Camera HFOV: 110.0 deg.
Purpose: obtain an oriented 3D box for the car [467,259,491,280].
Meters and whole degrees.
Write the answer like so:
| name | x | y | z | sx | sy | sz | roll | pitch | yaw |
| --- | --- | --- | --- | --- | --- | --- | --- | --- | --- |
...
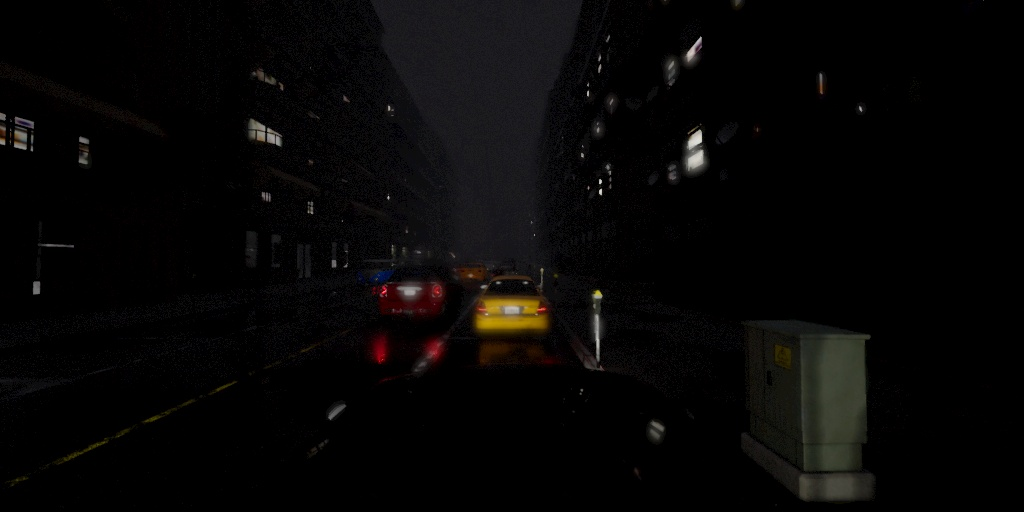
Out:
| name | x | y | z | sx | sy | sz | roll | pitch | yaw |
| --- | --- | --- | --- | --- | --- | --- | --- | --- | --- |
| car | -2.937 | 1.254 | 28.240 | 1.882 | 1.535 | 5.008 | 0 | 0 | 0 |

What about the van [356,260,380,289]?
| name | x | y | z | sx | sy | sz | roll | pitch | yaw |
| --- | --- | --- | --- | --- | --- | --- | --- | --- | --- |
| van | -8.335 | 1.108 | 22.603 | 1.690 | 1.789 | 3.998 | 0 | 0 | 0 |

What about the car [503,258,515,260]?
| name | x | y | z | sx | sy | sz | roll | pitch | yaw |
| --- | --- | --- | --- | --- | --- | --- | --- | --- | --- |
| car | -0.445 | 1.240 | 39.134 | 1.967 | 1.591 | 4.097 | 0 | 0 | 0 |

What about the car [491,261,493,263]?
| name | x | y | z | sx | sy | sz | roll | pitch | yaw |
| --- | --- | --- | --- | --- | --- | --- | --- | --- | --- |
| car | -2.932 | 1.339 | 44.762 | 1.812 | 1.442 | 4.674 | 0 | 0 | 0 |

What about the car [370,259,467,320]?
| name | x | y | z | sx | sy | sz | roll | pitch | yaw |
| --- | --- | --- | --- | --- | --- | --- | --- | --- | --- |
| car | -3.021 | 1.109 | 12.721 | 2.097 | 1.767 | 4.553 | 0 | 0 | 0 |

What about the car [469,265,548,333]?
| name | x | y | z | sx | sy | sz | roll | pitch | yaw |
| --- | --- | --- | --- | --- | --- | --- | --- | --- | --- |
| car | 0.004 | 1.212 | 10.693 | 1.801 | 1.575 | 5.366 | 0 | 0 | 0 |

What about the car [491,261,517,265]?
| name | x | y | z | sx | sy | sz | roll | pitch | yaw |
| --- | --- | --- | --- | --- | --- | --- | --- | --- | --- |
| car | -0.452 | 1.322 | 28.072 | 1.888 | 1.381 | 4.507 | 0 | 0 | 0 |
